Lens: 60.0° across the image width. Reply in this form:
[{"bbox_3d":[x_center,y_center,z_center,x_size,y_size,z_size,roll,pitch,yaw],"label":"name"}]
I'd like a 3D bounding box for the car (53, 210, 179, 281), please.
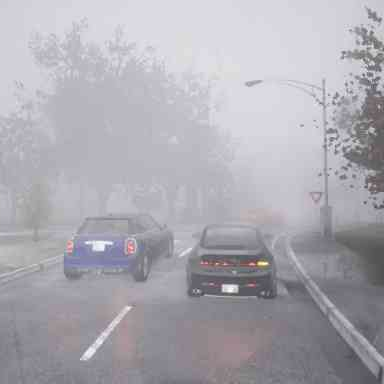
[{"bbox_3d":[-1.954,1.384,10.197,2.097,1.767,4.553,-1,0,9],"label":"car"}]

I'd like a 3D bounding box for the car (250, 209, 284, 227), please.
[{"bbox_3d":[6.785,2.336,30.665,2.097,1.767,4.553,-3,-4,36],"label":"car"}]

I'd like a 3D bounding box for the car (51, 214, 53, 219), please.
[{"bbox_3d":[-25.391,4.173,57.358,2.033,1.411,5.357,-3,-5,40],"label":"car"}]

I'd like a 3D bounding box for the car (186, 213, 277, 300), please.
[{"bbox_3d":[1.013,1.506,8.462,1.837,1.490,4.892,-1,0,8],"label":"car"}]
